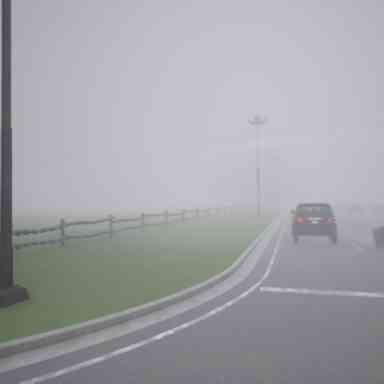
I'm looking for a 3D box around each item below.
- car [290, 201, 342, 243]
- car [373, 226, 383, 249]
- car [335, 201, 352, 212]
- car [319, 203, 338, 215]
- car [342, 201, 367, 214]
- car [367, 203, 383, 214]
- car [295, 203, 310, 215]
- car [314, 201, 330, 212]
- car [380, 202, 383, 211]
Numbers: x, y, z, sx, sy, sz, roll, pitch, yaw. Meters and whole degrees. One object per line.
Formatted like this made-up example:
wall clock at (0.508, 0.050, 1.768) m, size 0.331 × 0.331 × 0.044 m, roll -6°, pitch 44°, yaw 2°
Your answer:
car at (6.770, 1.587, 18.625) m, size 2.150 × 2.045 × 5.566 m, roll -1°, pitch -1°, yaw 18°
car at (8.630, 1.817, 13.358) m, size 1.895 × 1.301 × 4.718 m, roll -1°, pitch -1°, yaw 19°
car at (25.925, 2.385, 57.051) m, size 2.097 × 1.767 × 4.553 m, roll -1°, pitch -1°, yaw 17°
car at (19.456, 2.383, 47.595) m, size 2.128 × 1.511 × 4.902 m, roll -1°, pitch -1°, yaw 17°
car at (23.000, 2.342, 47.210) m, size 1.837 × 1.490 × 4.892 m, roll -1°, pitch -1°, yaw 17°
car at (26.199, 2.252, 45.710) m, size 2.128 × 1.511 × 4.902 m, roll -1°, pitch -1°, yaw 17°
car at (16.233, 2.444, 49.034) m, size 1.882 × 1.535 × 5.008 m, roll -1°, pitch -1°, yaw 17°
car at (22.405, 2.441, 57.518) m, size 2.097 × 1.767 × 4.553 m, roll -1°, pitch -1°, yaw 17°
car at (32.567, 2.422, 54.833) m, size 1.812 × 1.442 × 4.674 m, roll -1°, pitch -1°, yaw 17°
